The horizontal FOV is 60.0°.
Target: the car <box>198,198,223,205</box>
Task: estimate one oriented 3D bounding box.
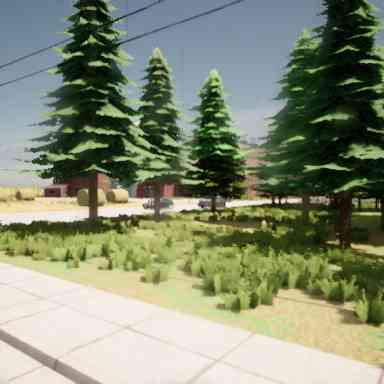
[{"bbox_3d":[2.826,1.560,46.319,2.033,1.411,5.357,0,0,35],"label":"car"}]

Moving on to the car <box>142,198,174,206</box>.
[{"bbox_3d":[-4.309,1.510,42.277,1.837,1.490,4.892,0,0,34],"label":"car"}]

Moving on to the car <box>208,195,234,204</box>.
[{"bbox_3d":[4.947,1.268,55.630,2.033,1.411,5.357,0,0,34],"label":"car"}]
